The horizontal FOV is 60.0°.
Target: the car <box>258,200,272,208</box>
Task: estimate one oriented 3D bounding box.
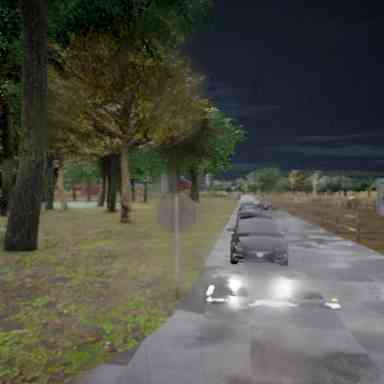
[{"bbox_3d":[12.278,2.005,56.300,1.994,1.385,4.181,-1,0,9],"label":"car"}]

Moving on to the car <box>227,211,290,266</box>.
[{"bbox_3d":[2.426,1.669,12.424,1.837,1.490,4.892,-1,-1,9],"label":"car"}]

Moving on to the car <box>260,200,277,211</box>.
[{"bbox_3d":[10.707,1.979,46.253,1.895,1.301,4.718,-1,0,9],"label":"car"}]

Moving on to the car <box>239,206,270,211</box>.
[{"bbox_3d":[3.948,1.840,22.144,1.895,1.301,4.718,-1,-1,9],"label":"car"}]

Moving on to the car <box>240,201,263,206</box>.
[{"bbox_3d":[5.501,1.873,31.937,1.994,1.385,4.181,-1,0,10],"label":"car"}]

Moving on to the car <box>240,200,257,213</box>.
[{"bbox_3d":[7.316,1.874,43.278,2.128,1.511,4.902,-1,0,9],"label":"car"}]
